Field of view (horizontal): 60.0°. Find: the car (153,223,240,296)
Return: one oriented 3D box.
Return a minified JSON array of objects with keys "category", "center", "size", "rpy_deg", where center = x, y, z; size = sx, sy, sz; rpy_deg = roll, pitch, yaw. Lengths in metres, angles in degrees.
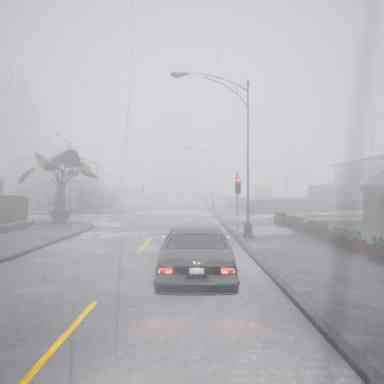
[{"category":"car","center":[0.103,1.547,8.835],"size":[2.033,1.411,5.357],"rpy_deg":[0,0,0]}]

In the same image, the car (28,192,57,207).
[{"category":"car","center":[-19.730,0.985,43.886],"size":[1.905,1.878,3.866],"rpy_deg":[0,0,35]}]
